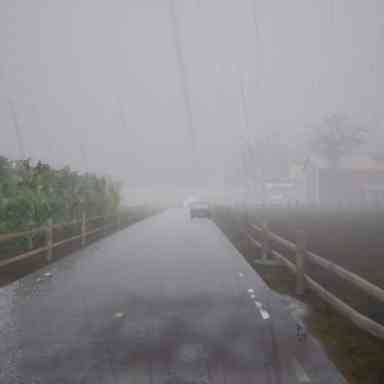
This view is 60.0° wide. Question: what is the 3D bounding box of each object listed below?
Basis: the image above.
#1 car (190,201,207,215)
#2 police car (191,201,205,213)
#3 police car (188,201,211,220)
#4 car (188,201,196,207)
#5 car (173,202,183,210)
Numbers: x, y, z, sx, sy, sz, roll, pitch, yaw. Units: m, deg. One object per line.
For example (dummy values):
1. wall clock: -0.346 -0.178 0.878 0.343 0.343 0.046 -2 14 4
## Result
1. car: 0.821 2.007 43.175 2.097 1.767 4.553 0 -1 0
2. police car: 0.821 2.217 49.314 1.930 1.638 5.238 0 -1 0
3. police car: 0.822 1.882 33.309 1.930 1.638 5.238 0 -1 0
4. car: -0.006 3.016 84.229 1.895 1.301 4.718 0 -1 0
5. car: -2.765 2.691 65.354 2.033 1.411 5.357 0 -1 0
